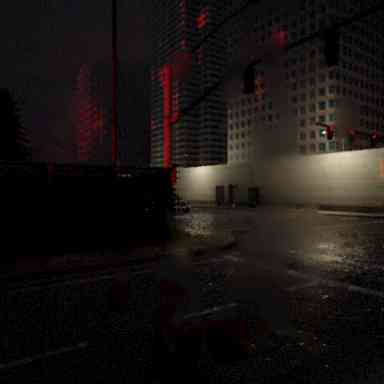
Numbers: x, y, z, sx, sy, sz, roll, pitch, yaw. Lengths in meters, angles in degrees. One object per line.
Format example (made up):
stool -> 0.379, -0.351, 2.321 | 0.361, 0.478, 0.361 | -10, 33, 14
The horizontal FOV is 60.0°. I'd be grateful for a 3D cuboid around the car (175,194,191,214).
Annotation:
car -> -2.380, 1.113, 33.884 | 2.150, 2.045, 5.566 | 0, 0, -35
